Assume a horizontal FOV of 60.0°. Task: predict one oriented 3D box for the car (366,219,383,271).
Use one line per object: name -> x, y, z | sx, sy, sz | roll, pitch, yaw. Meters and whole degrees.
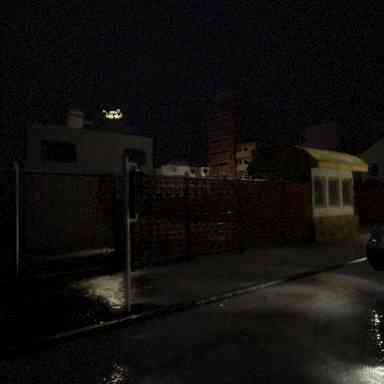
car -> 7.871, 1.423, 10.870 | 5.566, 2.045, 2.150 | 0, -2, -38
